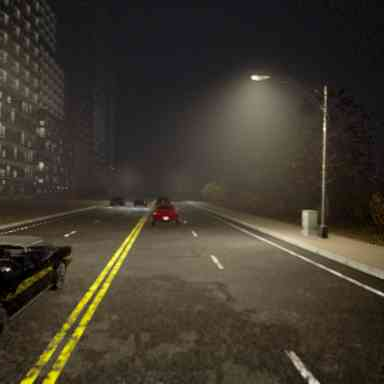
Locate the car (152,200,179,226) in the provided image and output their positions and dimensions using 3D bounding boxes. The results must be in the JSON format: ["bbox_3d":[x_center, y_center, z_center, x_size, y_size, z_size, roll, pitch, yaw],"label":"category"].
[{"bbox_3d":[-1.900,1.548,23.865,1.812,1.442,4.674,1,0,-5],"label":"car"}]

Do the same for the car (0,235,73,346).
[{"bbox_3d":[-3.716,1.539,6.073,1.895,1.301,4.718,1,0,-5],"label":"car"}]

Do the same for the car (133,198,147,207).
[{"bbox_3d":[-7.747,1.572,50.085,1.895,1.301,4.718,1,0,-5],"label":"car"}]

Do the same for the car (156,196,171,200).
[{"bbox_3d":[-4.067,1.392,47.266,2.097,1.767,4.553,1,0,-5],"label":"car"}]

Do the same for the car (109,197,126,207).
[{"bbox_3d":[-10.913,1.427,48.984,1.812,1.442,4.674,1,0,-5],"label":"car"}]
